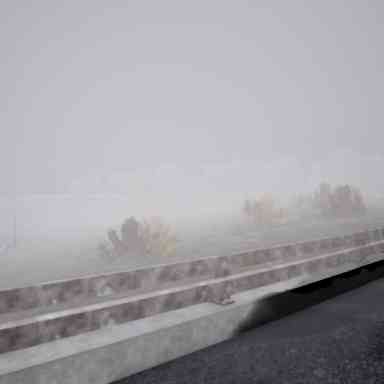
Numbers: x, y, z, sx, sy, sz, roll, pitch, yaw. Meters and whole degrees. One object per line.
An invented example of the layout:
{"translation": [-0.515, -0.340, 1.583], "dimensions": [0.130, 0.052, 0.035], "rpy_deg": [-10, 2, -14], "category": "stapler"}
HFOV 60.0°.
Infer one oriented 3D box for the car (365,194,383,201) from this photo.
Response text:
{"translation": [44.218, 1.271, 81.243], "dimensions": [2.097, 1.767, 4.553], "rpy_deg": [0, 0, 2], "category": "car"}
